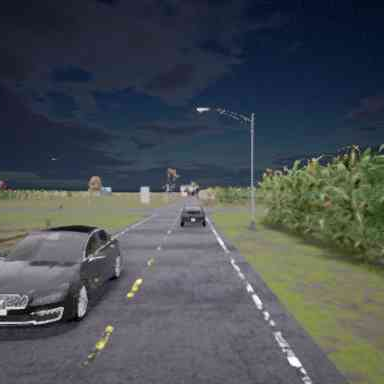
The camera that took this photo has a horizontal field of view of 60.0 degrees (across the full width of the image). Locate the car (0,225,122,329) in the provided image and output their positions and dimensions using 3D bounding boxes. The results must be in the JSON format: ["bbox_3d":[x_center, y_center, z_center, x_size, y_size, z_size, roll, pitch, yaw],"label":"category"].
[{"bbox_3d":[-2.849,1.566,7.398,1.837,1.490,4.892,0,0,0],"label":"car"}]

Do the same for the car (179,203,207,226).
[{"bbox_3d":[0.087,1.705,25.377,1.837,1.490,4.892,0,-1,0],"label":"car"}]

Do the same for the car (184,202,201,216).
[{"bbox_3d":[0.069,1.897,38.054,1.895,1.301,4.718,0,0,0],"label":"car"}]
